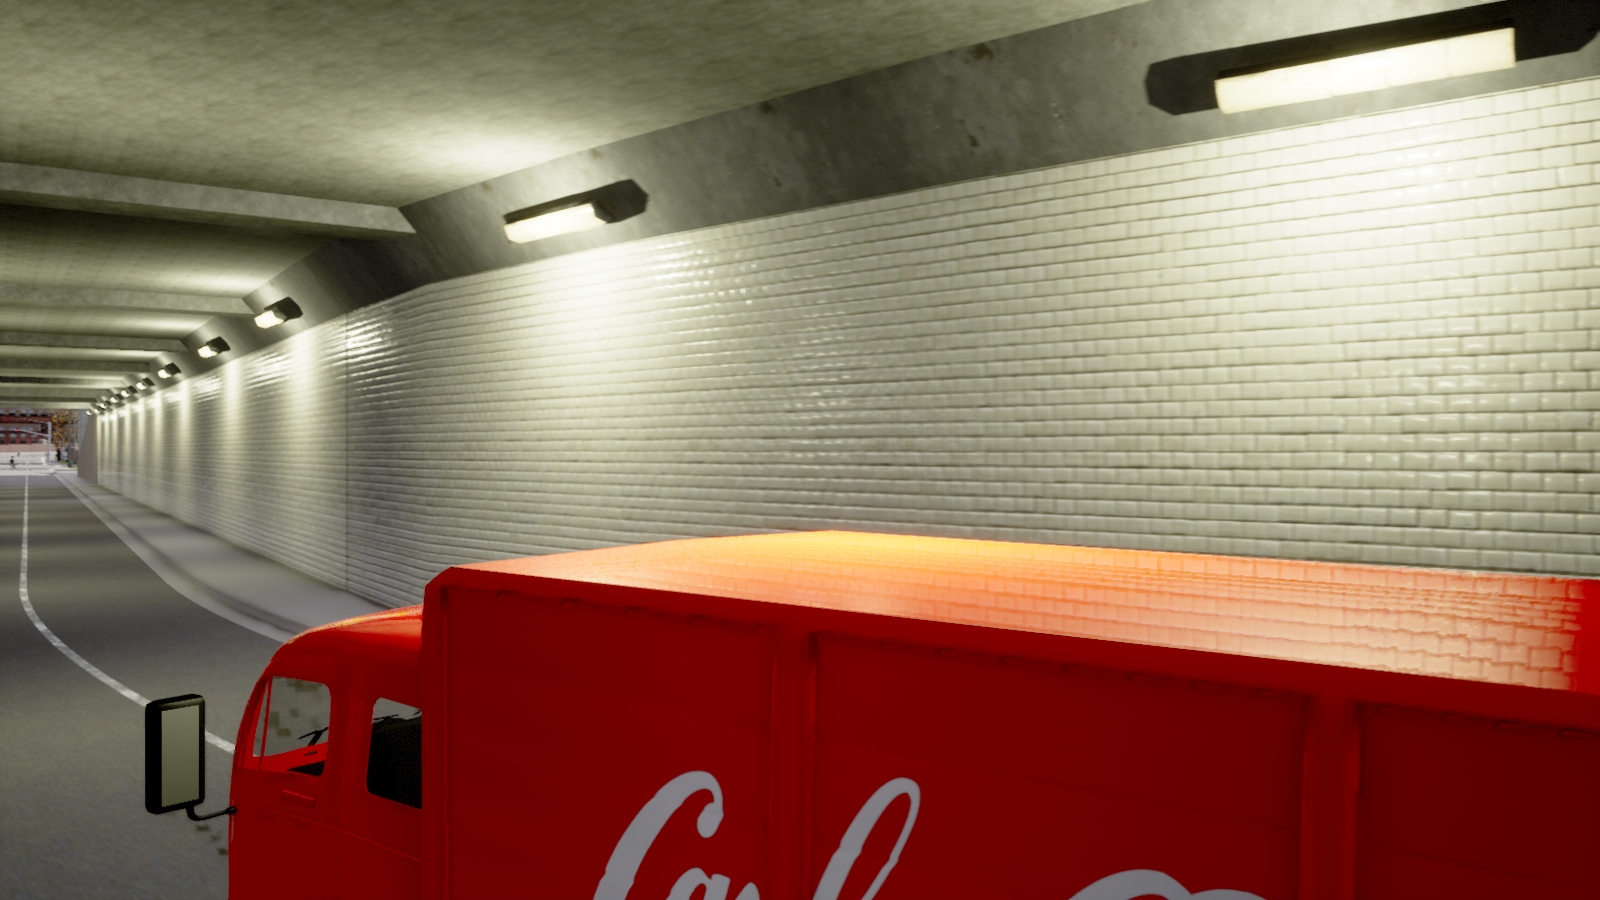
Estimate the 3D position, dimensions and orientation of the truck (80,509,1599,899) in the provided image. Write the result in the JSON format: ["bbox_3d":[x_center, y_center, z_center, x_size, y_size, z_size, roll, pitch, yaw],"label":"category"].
[{"bbox_3d":[0.096,1.568,3.836,5.204,2.467,2.627,0,0,38],"label":"truck"}]
